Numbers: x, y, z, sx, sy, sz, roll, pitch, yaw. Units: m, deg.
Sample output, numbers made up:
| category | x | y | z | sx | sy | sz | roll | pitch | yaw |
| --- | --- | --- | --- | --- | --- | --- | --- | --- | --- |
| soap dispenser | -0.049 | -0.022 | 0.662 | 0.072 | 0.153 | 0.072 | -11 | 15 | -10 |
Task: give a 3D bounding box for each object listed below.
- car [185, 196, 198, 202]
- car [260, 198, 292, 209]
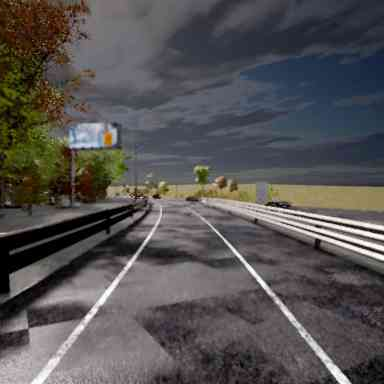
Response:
| category | x | y | z | sx | sy | sz | roll | pitch | yaw |
| --- | --- | --- | --- | --- | --- | --- | --- | --- | --- |
| car | -0.086 | 1.498 | 73.471 | 1.994 | 1.385 | 4.181 | 0 | 0 | -19 |
| car | 10.522 | 1.466 | 42.223 | 1.895 | 1.301 | 4.718 | 0 | 0 | -19 |
